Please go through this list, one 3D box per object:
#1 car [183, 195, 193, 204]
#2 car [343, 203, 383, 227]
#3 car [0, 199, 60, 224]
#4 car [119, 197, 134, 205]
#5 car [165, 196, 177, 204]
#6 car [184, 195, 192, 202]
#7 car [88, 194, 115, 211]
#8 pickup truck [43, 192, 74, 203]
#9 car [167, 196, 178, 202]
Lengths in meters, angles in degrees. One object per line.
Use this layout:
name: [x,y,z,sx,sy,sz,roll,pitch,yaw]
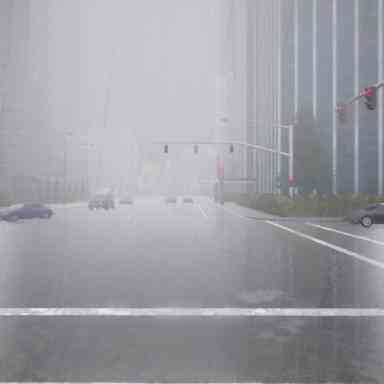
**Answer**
car: [-0.790,1.526,65.341,1.812,1.442,4.674,0,0,-1]
car: [12.618,1.505,22.088,4.892,1.490,1.837,0,0,0]
car: [-12.787,1.525,25.328,1.812,1.442,4.674,1,0,27]
car: [-11.297,1.564,57.261,1.994,1.385,4.181,0,0,0]
car: [-4.187,1.601,65.000,1.895,1.301,4.718,0,0,0]
car: [-0.882,1.387,75.592,1.882,1.535,5.008,0,0,-1]
car: [-11.176,1.221,41.470,2.150,2.045,5.566,0,0,0]
pickup truck: [-24.365,1.059,60.024,2.390,2.098,6.274,0,0,30]
car: [-4.378,1.540,75.261,2.033,1.411,5.357,0,0,-1]
